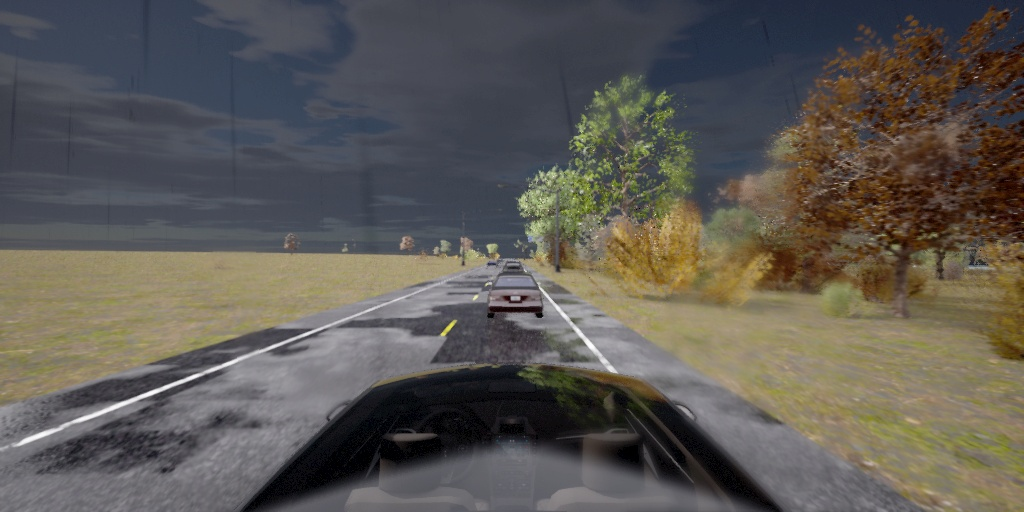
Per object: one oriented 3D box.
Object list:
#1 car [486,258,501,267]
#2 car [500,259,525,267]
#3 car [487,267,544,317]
[{"bbox_3d":[-3.511,1.347,64.249,1.895,1.301,4.718,0,0,0],"label":"car"},{"bbox_3d":[0.104,1.250,32.124,1.837,1.490,4.892,0,0,0],"label":"car"},{"bbox_3d":[0.102,1.295,13.070,2.033,1.411,5.357,0,0,0],"label":"car"}]
